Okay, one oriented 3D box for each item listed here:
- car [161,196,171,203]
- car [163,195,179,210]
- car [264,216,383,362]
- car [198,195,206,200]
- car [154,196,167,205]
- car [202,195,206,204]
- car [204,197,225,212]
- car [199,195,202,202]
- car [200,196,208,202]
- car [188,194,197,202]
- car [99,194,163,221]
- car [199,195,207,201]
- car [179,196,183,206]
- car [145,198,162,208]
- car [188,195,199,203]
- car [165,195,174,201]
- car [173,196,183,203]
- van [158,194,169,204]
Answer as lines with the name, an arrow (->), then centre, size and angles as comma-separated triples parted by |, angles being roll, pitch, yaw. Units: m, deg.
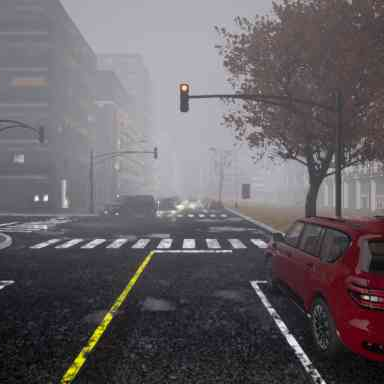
car -> -5.590, 1.632, 71.476 | 1.802, 1.307, 4.206 | 0, 0, 0
car -> -3.035, 1.520, 43.145 | 1.837, 1.490, 4.892 | 0, 0, 0
car -> 2.700, 1.315, 5.881 | 2.192, 1.841, 5.009 | 0, 0, 0
car -> 2.820, 1.637, 93.596 | 2.008, 1.369, 4.403 | 0, 0, 0
car -> -5.606, 1.476, 60.412 | 1.967, 1.590, 4.097 | 0, 0, 0
car -> 2.759, 1.548, 49.504 | 1.752, 1.417, 4.829 | 0, 0, 0
car -> 2.744, 1.557, 38.269 | 1.887, 1.381, 4.507 | 0, 0, 0
car -> 2.782, 1.625, 65.932 | 1.802, 1.307, 4.206 | 0, 0, 0
car -> 2.797, 1.583, 77.168 | 1.752, 1.417, 4.829 | 0, 0, 0
car -> 0.111, 1.416, 79.366 | 2.097, 1.767, 4.553 | 0, 0, 0
car -> -5.205, 1.228, 27.975 | 2.150, 2.045, 5.566 | 1, 0, 30
car -> 2.813, 1.620, 88.063 | 1.887, 1.381, 4.507 | 0, 0, 0
car -> -3.002, 1.383, 56.688 | 2.097, 1.767, 4.553 | 0, 0, 0
car -> -5.621, 1.573, 49.346 | 2.008, 1.369, 4.403 | 0, 0, 0
car -> 0.194, 1.648, 69.299 | 1.895, 1.301, 4.718 | 0, 0, 0
car -> -5.576, 1.506, 82.542 | 1.967, 1.590, 4.097 | 0, 0, 0
car -> -2.904, 1.587, 70.138 | 2.033, 1.411, 5.357 | 0, 0, 0
van -> -5.598, 1.384, 65.945 | 1.690, 1.788, 3.998 | 0, 0, 0
